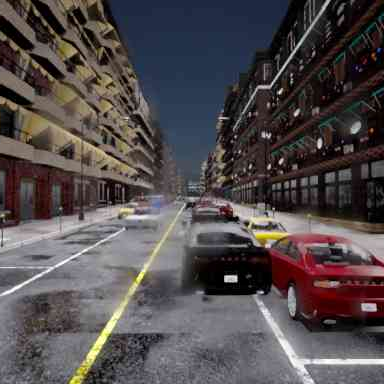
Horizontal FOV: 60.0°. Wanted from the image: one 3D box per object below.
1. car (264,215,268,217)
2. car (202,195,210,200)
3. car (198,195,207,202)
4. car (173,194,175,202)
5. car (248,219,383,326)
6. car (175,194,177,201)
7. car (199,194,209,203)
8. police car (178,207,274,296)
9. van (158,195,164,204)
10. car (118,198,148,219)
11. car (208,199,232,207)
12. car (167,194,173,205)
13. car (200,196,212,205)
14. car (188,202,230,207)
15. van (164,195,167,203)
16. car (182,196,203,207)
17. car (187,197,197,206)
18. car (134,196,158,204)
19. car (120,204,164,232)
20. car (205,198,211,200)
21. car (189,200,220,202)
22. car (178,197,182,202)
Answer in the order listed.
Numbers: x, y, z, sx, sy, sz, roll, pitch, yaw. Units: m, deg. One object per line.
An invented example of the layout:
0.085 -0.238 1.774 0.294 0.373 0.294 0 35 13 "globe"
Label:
2.593 1.538 12.783 1.752 1.417 4.829 1 0 0 "car"
2.618 1.644 51.327 1.887 1.381 4.507 1 0 0 "car"
2.607 1.674 84.513 1.967 1.590 4.097 1 0 0 "car"
-5.246 1.475 67.984 2.192 1.841 5.009 1 0 0 "car"
2.589 1.551 7.081 1.887 1.381 4.507 1 0 0 "car"
-5.246 1.773 79.046 1.947 1.339 4.313 1 0 0 "car"
2.603 1.498 73.451 2.192 1.841 5.009 1 0 0 "car"
0.677 1.433 8.840 1.930 1.638 5.238 0 0 -1 "police car"
-5.261 1.422 45.862 1.690 1.788 3.998 2 0 0 "van"
-5.276 1.567 29.101 1.752 1.417 4.829 2 0 0 "car"
2.603 1.586 29.203 1.887 1.381 4.507 1 0 0 "car"
-5.250 1.454 62.455 2.192 1.841 5.009 1 0 0 "car"
2.635 1.579 62.389 1.967 1.590 4.097 1 0 0 "car"
0.837 1.527 18.753 1.837 1.490 4.892 0 0 0 "car"
-5.258 1.440 51.394 1.690 1.788 3.998 1 0 0 "van"
0.037 1.627 45.279 2.033 1.411 5.357 0 0 0 "car"
0.039 1.653 59.471 1.812 1.442 4.674 0 0 0 "car"
-5.267 1.369 34.803 2.192 1.841 5.009 2 0 0 "car"
-2.838 1.625 20.377 1.895 1.301 4.718 0 0 0 "car"
2.606 1.604 34.735 2.008 1.369 4.403 1 0 0 "car"
0.841 1.558 24.754 1.812 1.442 4.674 0 0 0 "car"
-2.693 1.847 86.991 1.895 1.301 4.718 0 0 0 "car"
